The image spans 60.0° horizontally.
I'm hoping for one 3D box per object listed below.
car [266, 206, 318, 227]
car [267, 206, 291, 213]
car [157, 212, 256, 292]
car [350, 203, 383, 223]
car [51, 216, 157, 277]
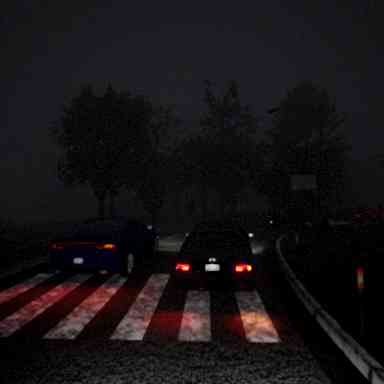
[{"bbox_3d":[8.226,2.011,26.868,4.892,1.490,1.837,-1,-5,-29],"label":"car"},{"bbox_3d":[18.965,3.770,72.640,4.892,1.490,1.837,-3,-6,41],"label":"car"},{"bbox_3d":[0.700,1.522,9.042,2.033,1.411,5.357,-1,0,7],"label":"car"},{"bbox_3d":[14.880,1.650,26.682,5.008,1.535,1.882,-1,-3,-28],"label":"car"},{"bbox_3d":[-2.391,1.488,10.342,1.882,1.535,5.008,-1,0,7],"label":"car"}]
